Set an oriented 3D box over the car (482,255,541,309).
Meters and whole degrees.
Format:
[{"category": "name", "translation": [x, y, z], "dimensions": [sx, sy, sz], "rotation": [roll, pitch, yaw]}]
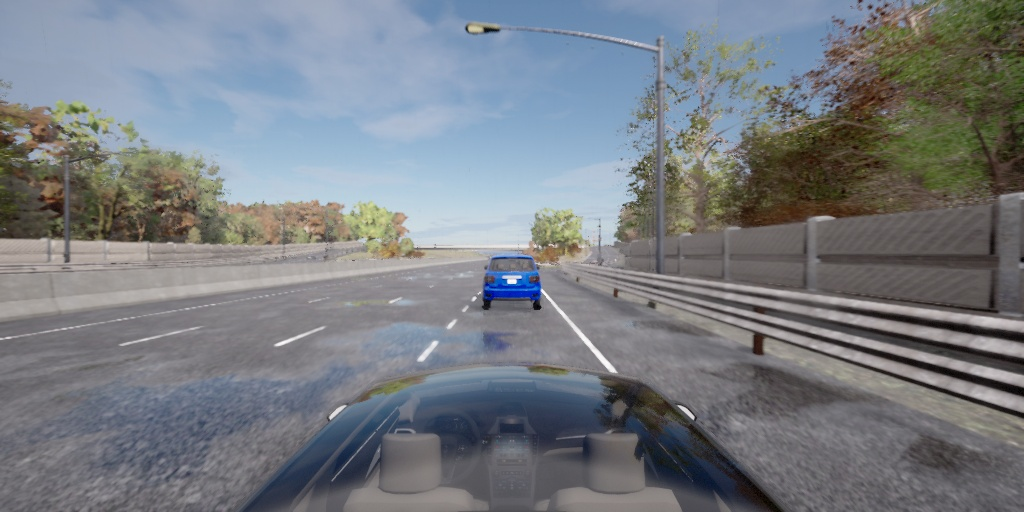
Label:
[{"category": "car", "translation": [-0.003, 0.968, 14.974], "dimensions": [2.150, 2.045, 5.566], "rotation": [0, 0, 0]}]
